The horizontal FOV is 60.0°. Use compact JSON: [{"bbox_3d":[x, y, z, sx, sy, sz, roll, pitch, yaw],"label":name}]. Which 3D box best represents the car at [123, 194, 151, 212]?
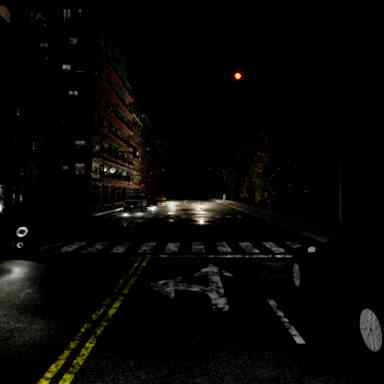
[{"bbox_3d":[-6.575,1.225,39.059,2.150,2.045,5.566,0,0,0],"label":"car"}]

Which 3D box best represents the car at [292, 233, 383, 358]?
[{"bbox_3d":[3.354,1.477,6.033,1.882,1.535,5.008,0,0,-1],"label":"car"}]

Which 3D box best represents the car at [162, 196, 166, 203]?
[{"bbox_3d":[-6.458,1.500,68.618,1.882,1.535,5.008,0,1,0],"label":"car"}]

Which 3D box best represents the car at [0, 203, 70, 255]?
[{"bbox_3d":[-6.595,1.350,13.242,2.097,1.767,4.553,0,0,0],"label":"car"}]

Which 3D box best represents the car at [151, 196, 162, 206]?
[{"bbox_3d":[-6.561,1.503,53.800,2.128,1.511,4.902,0,0,0],"label":"car"}]
